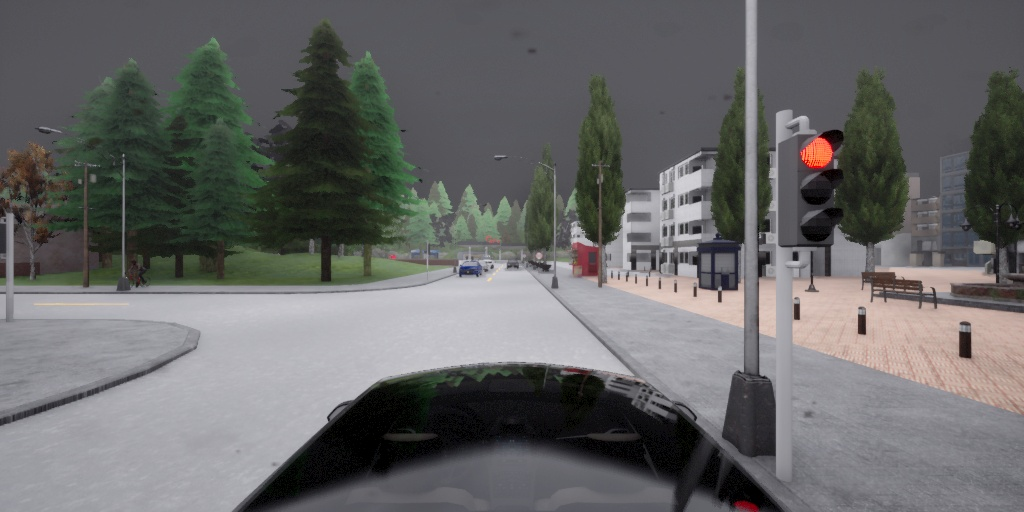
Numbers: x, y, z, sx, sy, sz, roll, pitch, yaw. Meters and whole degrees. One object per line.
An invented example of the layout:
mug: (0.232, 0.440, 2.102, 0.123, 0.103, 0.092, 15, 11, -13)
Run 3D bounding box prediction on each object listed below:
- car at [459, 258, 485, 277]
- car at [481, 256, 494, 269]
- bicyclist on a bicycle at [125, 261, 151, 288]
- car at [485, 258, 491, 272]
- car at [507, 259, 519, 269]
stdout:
car: (-4.089, 1.228, 35.828, 1.882, 1.535, 5.008, 0, 0, 0)
car: (-4.025, 0.971, 56.389, 2.150, 2.045, 5.566, 0, 0, 0)
bicyclist on a bicycle: (-22.137, 1.099, 21.137, 0.582, 1.620, 1.656, 0, 0, 0)
car: (-4.070, 1.276, 45.989, 1.812, 1.442, 4.674, 0, 0, 0)
car: (0.139, 1.351, 57.994, 1.895, 1.301, 4.718, 0, 0, 0)
